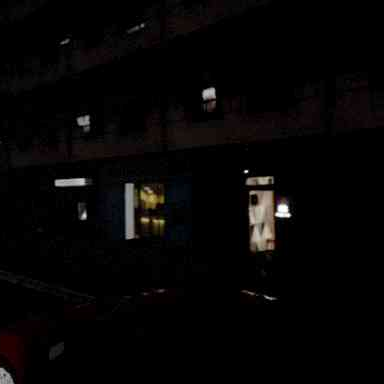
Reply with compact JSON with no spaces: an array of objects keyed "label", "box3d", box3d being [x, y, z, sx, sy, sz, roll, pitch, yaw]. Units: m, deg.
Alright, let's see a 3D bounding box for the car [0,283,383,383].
[{"label":"car","box3d":[-0.101,1.545,2.960,4.507,1.381,1.887,0,-1,36]}]
